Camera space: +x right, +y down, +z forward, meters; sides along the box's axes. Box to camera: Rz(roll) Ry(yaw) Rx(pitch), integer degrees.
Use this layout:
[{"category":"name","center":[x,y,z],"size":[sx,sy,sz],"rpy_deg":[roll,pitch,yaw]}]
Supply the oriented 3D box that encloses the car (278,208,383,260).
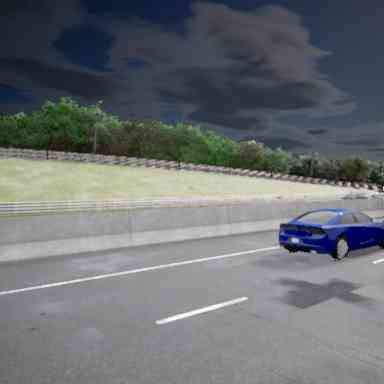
[{"category":"car","center":[5.212,1.311,11.788],"size":[5.008,1.535,1.882],"rpy_deg":[-1,1,-36]}]

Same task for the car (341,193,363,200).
[{"category":"car","center":[22.634,0.868,46.268],"size":[4.674,1.442,1.812],"rpy_deg":[-1,0,-37]}]

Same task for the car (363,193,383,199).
[{"category":"car","center":[24.721,0.869,43.464],"size":[4.674,1.442,1.812],"rpy_deg":[-1,1,-37]}]
